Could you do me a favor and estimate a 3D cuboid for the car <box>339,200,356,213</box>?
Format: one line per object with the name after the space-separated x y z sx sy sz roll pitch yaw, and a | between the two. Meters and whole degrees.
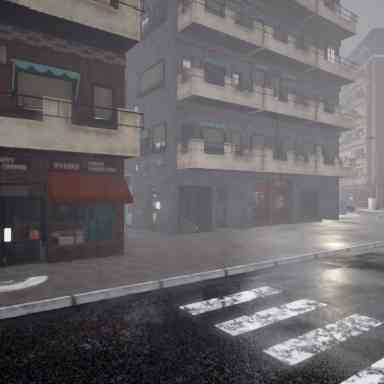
18.170 1.683 40.438 1.882 1.535 5.008 0 0 5 | car
